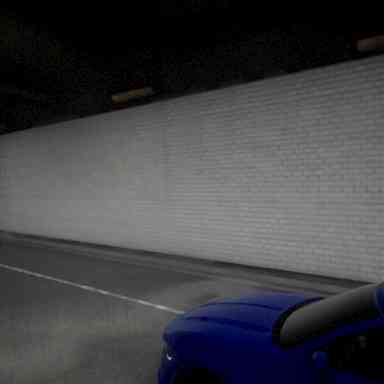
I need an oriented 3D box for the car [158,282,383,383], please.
[{"bbox_3d":[1.959,1.477,2.595,5.008,1.535,1.882,0,0,36],"label":"car"}]
